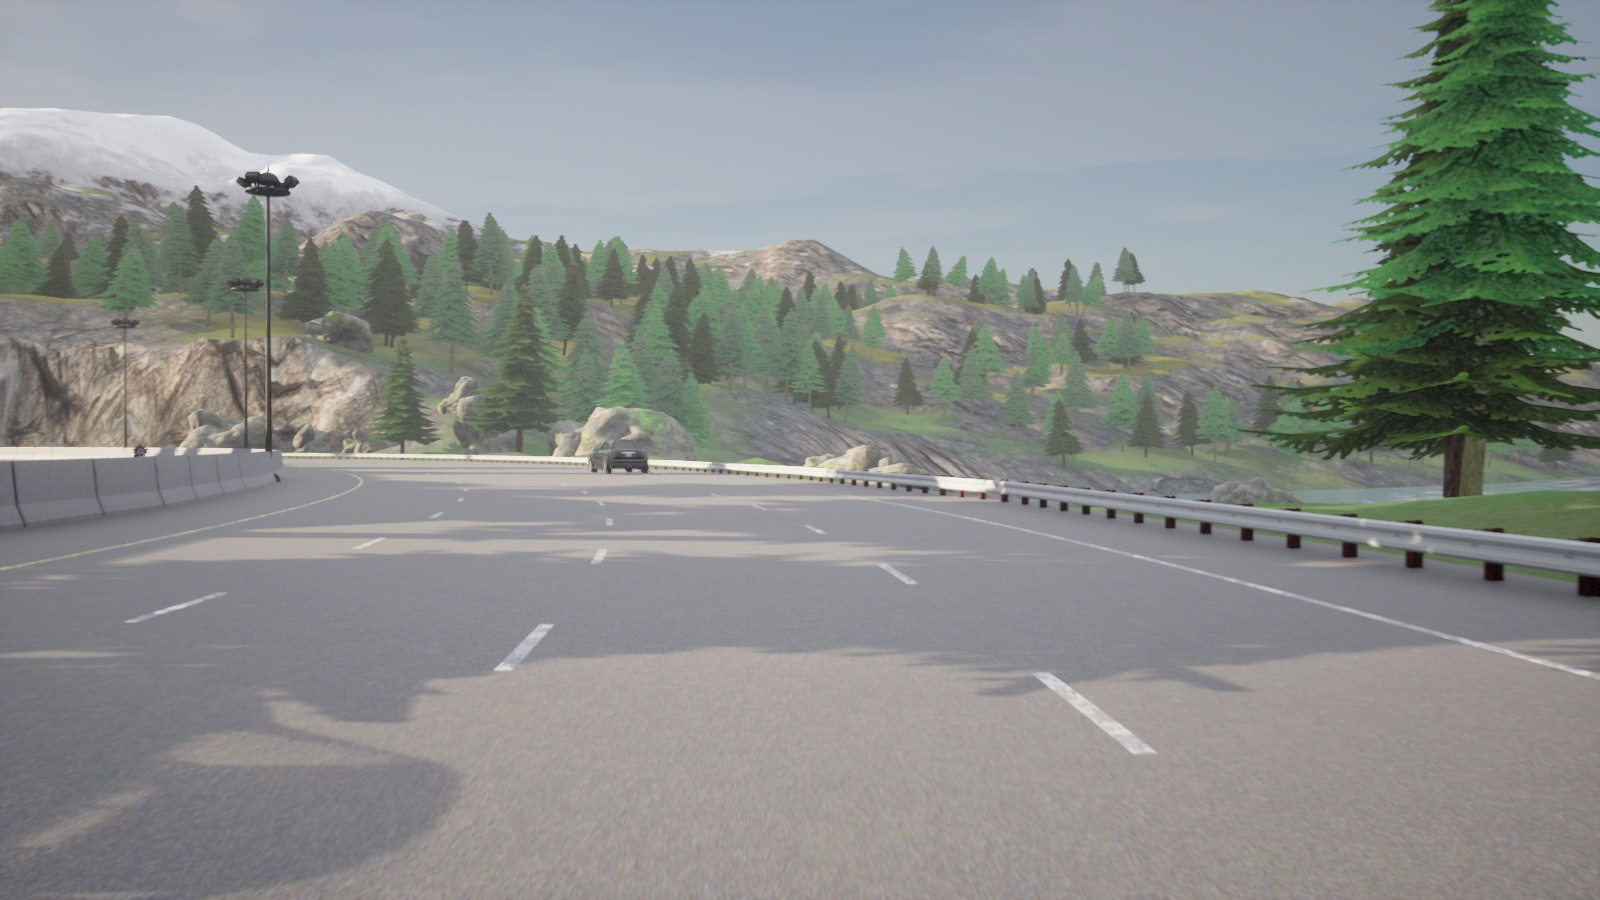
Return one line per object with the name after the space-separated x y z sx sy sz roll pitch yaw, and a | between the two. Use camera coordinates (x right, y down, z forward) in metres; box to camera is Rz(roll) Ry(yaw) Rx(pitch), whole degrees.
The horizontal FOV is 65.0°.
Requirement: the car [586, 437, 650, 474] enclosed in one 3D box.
-9.038 0.251 62.141 2.097 1.767 4.553 0 0 -22 | car
